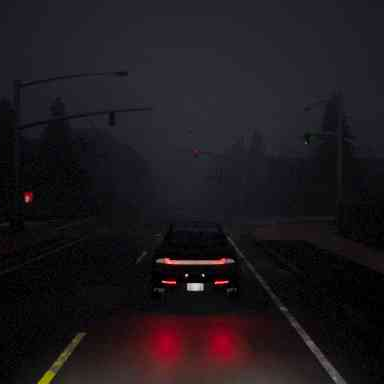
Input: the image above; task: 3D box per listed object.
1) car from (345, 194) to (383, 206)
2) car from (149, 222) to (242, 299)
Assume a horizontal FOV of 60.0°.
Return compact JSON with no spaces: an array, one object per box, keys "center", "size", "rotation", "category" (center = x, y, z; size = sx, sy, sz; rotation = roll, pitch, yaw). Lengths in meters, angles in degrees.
[{"center":[15.856,1.197,28.932],"size":[5.566,2.045,2.150],"rotation":[0,0,-8],"category":"car"},{"center":[0.076,1.490,8.398],"size":[2.128,1.511,4.902],"rotation":[0,0,0],"category":"car"}]
